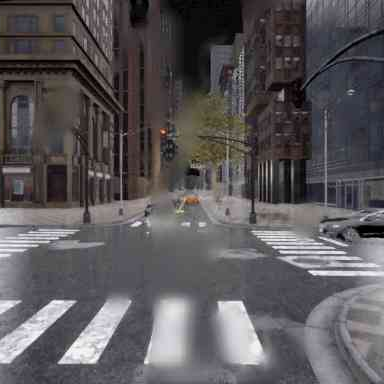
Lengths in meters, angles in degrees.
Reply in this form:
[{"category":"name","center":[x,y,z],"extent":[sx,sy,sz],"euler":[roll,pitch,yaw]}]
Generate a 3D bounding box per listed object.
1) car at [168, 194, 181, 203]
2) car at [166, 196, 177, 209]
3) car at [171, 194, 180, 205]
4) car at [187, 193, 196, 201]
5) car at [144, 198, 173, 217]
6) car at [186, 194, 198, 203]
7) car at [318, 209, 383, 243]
[{"category":"car","center":[-3.107,1.192,59.835],"extent":[2.128,1.511,4.902],"euler":[0,1,1]},{"category":"car","center":[-3.136,1.470,39.103],"extent":[1.895,1.301,4.718],"euler":[0,0,0]},{"category":"car","center":[-3.143,1.393,49.439],"extent":[1.895,1.301,4.718],"euler":[0,0,0]},{"category":"car","center":[-0.028,1.064,70.686],"extent":[1.882,1.535,5.008],"euler":[0,1,0]},{"category":"car","center":[-3.128,1.490,30.310],"extent":[1.994,1.385,4.181],"euler":[0,0,0]},{"category":"car","center":[0.036,1.064,58.574],"extent":[2.097,1.767,4.553],"euler":[0,0,0]},{"category":"car","center":[8.563,1.550,15.713],"extent":[4.902,1.511,2.128],"euler":[0,0,0]}]
